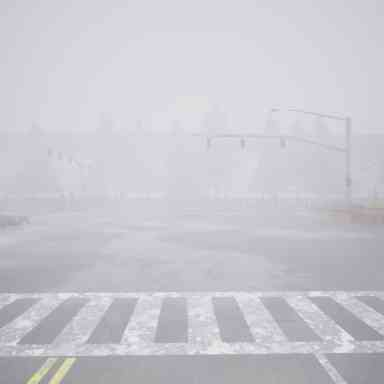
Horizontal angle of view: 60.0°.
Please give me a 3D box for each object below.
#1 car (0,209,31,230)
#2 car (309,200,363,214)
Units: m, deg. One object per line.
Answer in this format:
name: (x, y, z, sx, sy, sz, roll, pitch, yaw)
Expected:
car: (-12.964, 1.548, 20.440, 5.357, 1.411, 2.033, 0, 0, -2)
car: (15.408, 1.547, 35.515, 5.357, 1.411, 2.033, 0, 0, -2)
